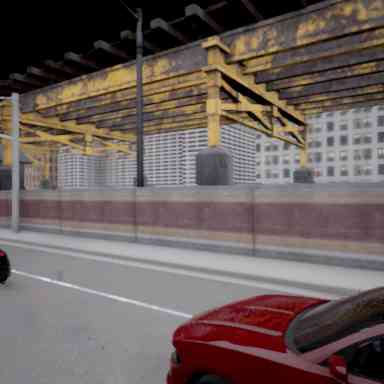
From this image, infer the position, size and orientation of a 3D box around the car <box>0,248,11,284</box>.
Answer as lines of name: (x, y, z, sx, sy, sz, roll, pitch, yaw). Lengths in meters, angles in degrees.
car: (-6.520, 1.644, 8.587, 4.181, 1.385, 1.994, 0, 0, 36)

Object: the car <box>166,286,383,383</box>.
car: (2.045, 1.475, 2.533, 5.008, 1.535, 1.882, -1, 0, 35)
